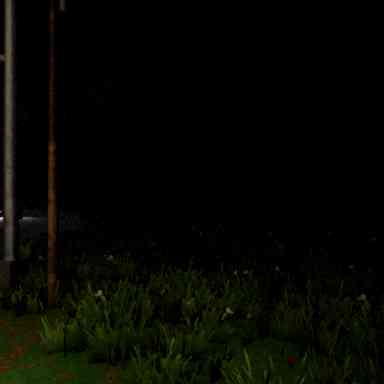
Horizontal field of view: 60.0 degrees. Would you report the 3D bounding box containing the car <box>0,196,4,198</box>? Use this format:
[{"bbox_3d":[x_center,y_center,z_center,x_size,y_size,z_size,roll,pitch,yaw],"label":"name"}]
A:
[{"bbox_3d":[-26.062,1.325,43.696,4.553,1.767,2.097,0,0,39],"label":"car"}]

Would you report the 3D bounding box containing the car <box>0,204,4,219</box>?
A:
[{"bbox_3d":[-12.530,1.574,18.699,1.895,1.301,4.718,0,0,-13],"label":"car"}]

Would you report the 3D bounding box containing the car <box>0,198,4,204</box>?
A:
[{"bbox_3d":[-17.674,1.537,30.390,1.994,1.385,4.181,0,0,-37],"label":"car"}]
